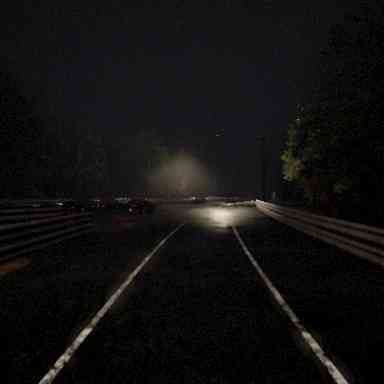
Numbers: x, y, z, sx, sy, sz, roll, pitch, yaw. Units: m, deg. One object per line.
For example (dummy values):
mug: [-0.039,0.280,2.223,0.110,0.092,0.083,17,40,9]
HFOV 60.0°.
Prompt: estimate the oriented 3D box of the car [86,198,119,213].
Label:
car: [-8.498,1.474,35.109,2.033,1.411,5.357,0,-1,17]

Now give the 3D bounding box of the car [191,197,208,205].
car: [2.001,1.882,69.258,1.882,1.535,5.008,0,-1,17]

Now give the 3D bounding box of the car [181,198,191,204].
car: [-0.746,2.017,72.250,1.895,1.301,4.718,0,-1,17]

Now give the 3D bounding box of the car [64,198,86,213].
car: [-11.820,1.423,36.211,1.837,1.490,4.892,0,-1,17]

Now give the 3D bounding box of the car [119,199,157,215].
car: [-5.144,1.485,34.035,1.837,1.490,4.892,2,0,17]

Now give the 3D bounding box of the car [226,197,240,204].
car: [10.034,2.182,83.516,1.994,1.385,4.181,0,-1,17]
